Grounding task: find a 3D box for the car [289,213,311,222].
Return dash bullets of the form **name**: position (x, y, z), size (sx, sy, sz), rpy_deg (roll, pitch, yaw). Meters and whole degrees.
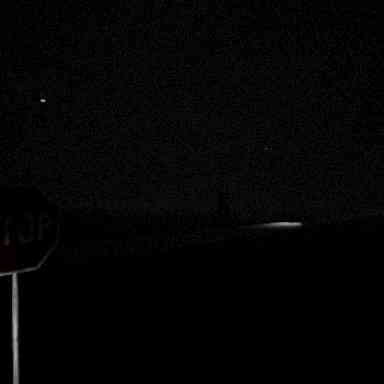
- **car**: position (15.789, 3.733, 48.656), size (1.895, 1.301, 4.718), rpy_deg (-2, -3, 35)
